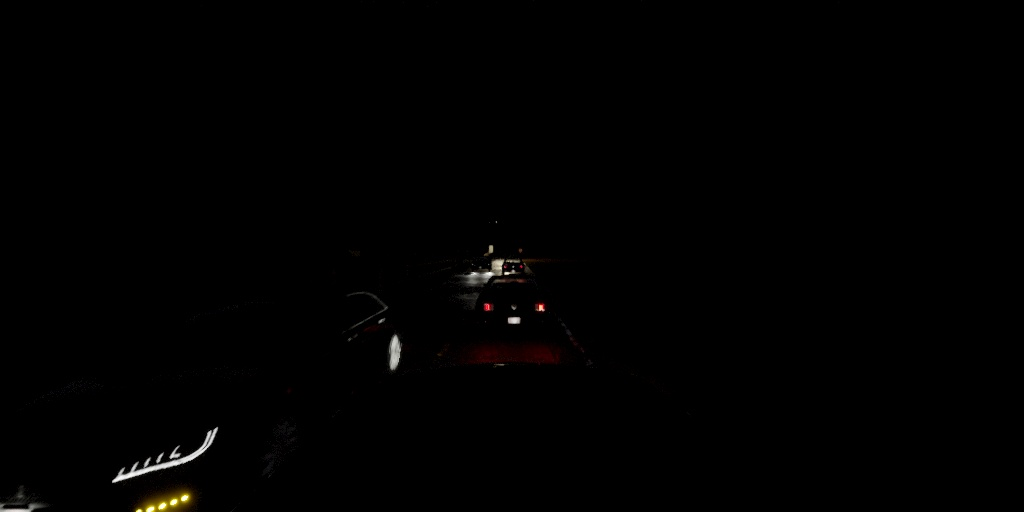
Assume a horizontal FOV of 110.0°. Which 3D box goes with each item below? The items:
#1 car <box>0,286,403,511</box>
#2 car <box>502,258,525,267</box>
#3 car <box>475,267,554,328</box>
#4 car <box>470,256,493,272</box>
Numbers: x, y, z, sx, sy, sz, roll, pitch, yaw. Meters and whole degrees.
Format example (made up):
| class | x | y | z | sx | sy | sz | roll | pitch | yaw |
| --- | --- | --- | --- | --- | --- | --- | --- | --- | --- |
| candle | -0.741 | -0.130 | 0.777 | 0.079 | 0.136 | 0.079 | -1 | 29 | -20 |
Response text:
| class | x | y | z | sx | sy | sz | roll | pitch | yaw |
| --- | --- | --- | --- | --- | --- | --- | --- | --- | --- |
| car | -2.821 | 1.205 | 4.466 | 1.837 | 1.490 | 4.892 | 0 | 1 | 0 |
| car | 0.098 | 0.843 | 30.361 | 1.895 | 1.301 | 4.718 | 0 | 1 | 0 |
| car | 0.065 | 1.189 | 10.629 | 1.895 | 1.301 | 4.718 | 0 | 1 | 0 |
| car | -2.828 | 0.699 | 34.333 | 1.812 | 1.442 | 4.674 | 0 | 1 | 0 |
